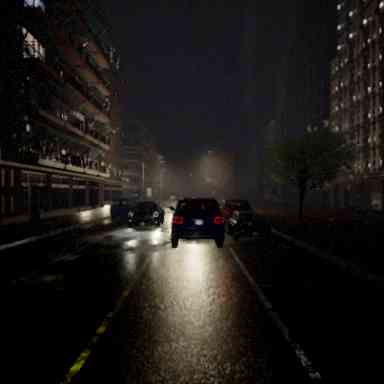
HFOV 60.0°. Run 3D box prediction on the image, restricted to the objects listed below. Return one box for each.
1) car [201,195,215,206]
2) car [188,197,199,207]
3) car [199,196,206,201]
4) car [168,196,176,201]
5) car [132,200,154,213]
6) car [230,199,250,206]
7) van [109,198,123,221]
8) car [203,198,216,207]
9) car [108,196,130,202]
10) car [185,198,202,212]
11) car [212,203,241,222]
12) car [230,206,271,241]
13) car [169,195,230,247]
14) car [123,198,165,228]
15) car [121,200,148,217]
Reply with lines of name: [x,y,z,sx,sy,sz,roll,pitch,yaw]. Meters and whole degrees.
car: [2.846,1.474,60.682,2.192,1.841,5.009,0,0,0]
car: [0.243,1.651,56.768,1.837,1.490,4.892,0,0,0]
car: [2.926,1.818,93.069,1.887,1.381,4.507,0,0,0]
car: [-5.454,1.825,93.090,2.008,1.369,4.403,0,0,0]
car: [-5.591,1.658,38.611,1.947,1.339,4.313,0,0,0]
car: [2.749,1.363,22.022,2.192,1.841,5.009,0,0,0]
van: [-5.618,1.403,27.565,1.690,1.788,3.998,0,0,0]
car: [2.832,1.707,55.158,1.947,1.339,4.313,0,0,0]
car: [-16.239,1.544,73.712,4.403,1.369,2.008,1,-1,0]
car: [0.202,1.573,40.221,1.882,1.535,5.008,0,0,0]
car: [2.763,1.627,27.543,1.947,1.339,4.313,0,0,0]
car: [2.735,1.586,16.498,2.008,1.369,4.403,0,0,0]
car: [0.167,1.254,15.248,2.150,2.045,5.566,0,0,-2]
car: [-3.042,1.402,22.710,2.097,1.767,4.553,0,0,0]
car: [-5.605,1.601,32.918,1.752,1.417,4.829,0,0,0]
